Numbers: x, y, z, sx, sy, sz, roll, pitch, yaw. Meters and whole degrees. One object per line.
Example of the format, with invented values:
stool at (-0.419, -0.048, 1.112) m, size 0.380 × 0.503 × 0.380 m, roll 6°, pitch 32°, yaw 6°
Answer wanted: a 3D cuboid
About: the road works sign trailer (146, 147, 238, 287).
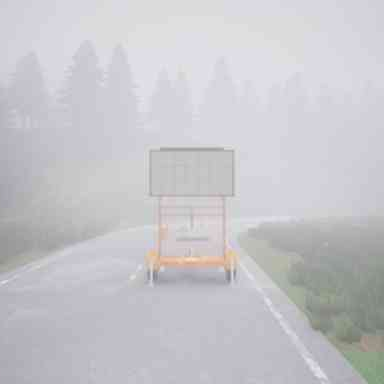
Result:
road works sign trailer at (-0.002, 0.535, 9.529) m, size 2.380 × 3.560 × 2.880 m, roll 0°, pitch 0°, yaw 0°
